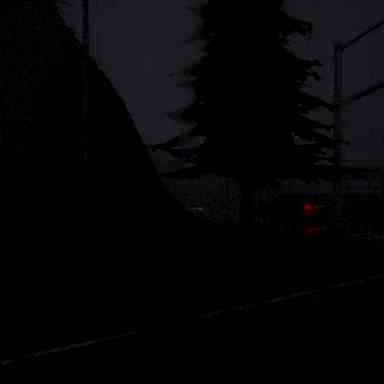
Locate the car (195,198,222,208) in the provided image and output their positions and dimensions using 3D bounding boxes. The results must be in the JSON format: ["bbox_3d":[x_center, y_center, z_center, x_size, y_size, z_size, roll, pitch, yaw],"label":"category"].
[{"bbox_3d":[2.397,1.571,47.615,4.181,1.385,1.994,0,0,-44],"label":"car"}]

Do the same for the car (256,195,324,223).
[{"bbox_3d":[7.440,1.242,25.846,2.150,2.045,5.566,0,0,-32],"label":"car"}]

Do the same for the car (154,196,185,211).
[{"bbox_3d":[-2.872,1.337,41.602,2.097,1.767,4.553,1,0,-35],"label":"car"}]
